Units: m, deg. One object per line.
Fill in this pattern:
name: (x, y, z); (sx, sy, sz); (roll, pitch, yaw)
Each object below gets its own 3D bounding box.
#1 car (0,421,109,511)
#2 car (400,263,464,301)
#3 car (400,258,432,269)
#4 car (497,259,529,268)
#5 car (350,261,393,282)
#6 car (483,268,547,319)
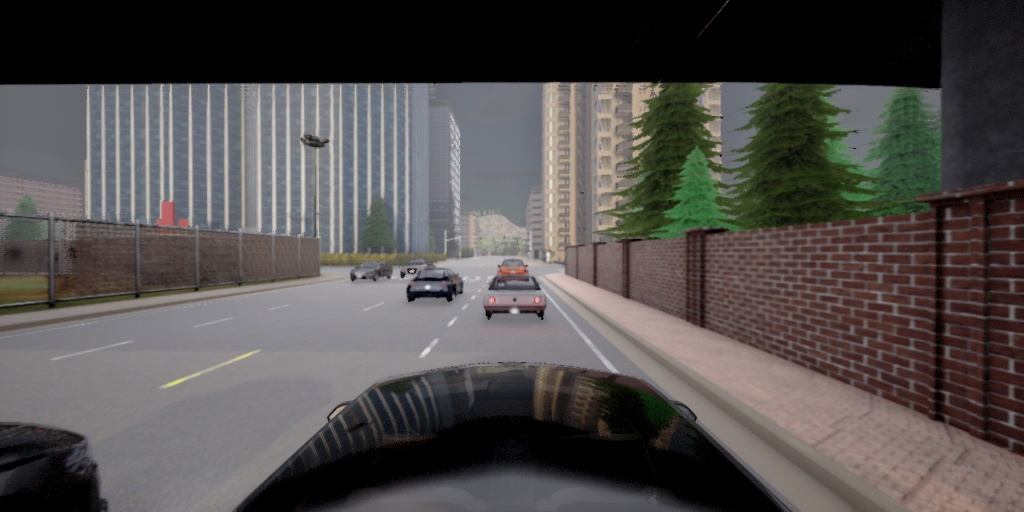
car: (-3.438, 1.252, 0.154); (2.128, 1.511, 4.902); (0, 0, 0)
car: (-3.428, 1.225, 16.598); (1.994, 1.385, 4.181); (0, 0, 0)
car: (-7.046, 0.869, 27.215); (1.994, 1.385, 4.181); (0, 0, 0)
car: (0.056, 0.963, 24.261); (2.097, 1.767, 4.553); (0, 0, 0)
car: (-10.546, 1.116, 27.210); (2.128, 1.511, 4.902); (0, 0, 0)
car: (0.080, 1.284, 12.519); (1.895, 1.301, 4.718); (0, 0, 0)
